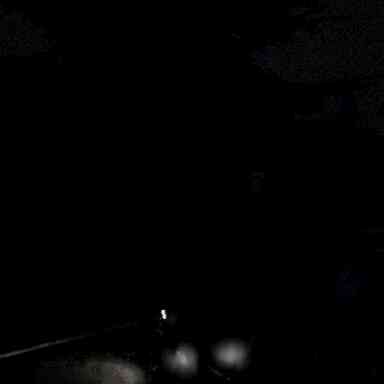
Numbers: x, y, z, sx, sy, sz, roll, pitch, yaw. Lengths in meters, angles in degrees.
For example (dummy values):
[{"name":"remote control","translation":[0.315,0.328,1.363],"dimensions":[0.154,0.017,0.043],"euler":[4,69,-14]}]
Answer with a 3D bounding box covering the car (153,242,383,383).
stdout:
[{"name":"car","translation":[2.100,1.583,5.381],"dimensions":[5.357,1.411,2.033],"euler":[1,0,-34]}]
